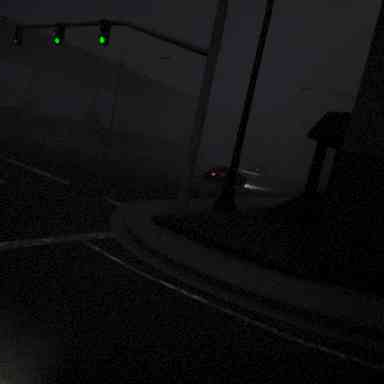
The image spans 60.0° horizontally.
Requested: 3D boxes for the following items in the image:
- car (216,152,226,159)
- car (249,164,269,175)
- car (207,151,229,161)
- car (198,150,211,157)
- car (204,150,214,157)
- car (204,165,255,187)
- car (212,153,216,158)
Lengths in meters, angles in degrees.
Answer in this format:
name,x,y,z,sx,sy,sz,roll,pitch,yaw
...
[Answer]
name,x,y,z,sx,sy,sz,roll,pitch,yaw
car,6.553,-9.298,84.071,4.536,1.218,1.853,8,9,-25
car,10.969,-3.789,54.454,1.837,1.490,4.892,18,10,36
car,6.568,-9.139,84.116,4.974,1.542,2.038,8,9,-25
car,1.202,-9.159,75.627,4.536,1.218,1.853,10,8,-10
car,4.002,-9.135,79.386,1.853,1.218,4.536,12,8,0
car,2.811,-1.324,26.533,1.994,1.385,4.181,18,10,36
car,3.969,-8.974,79.358,2.038,1.542,4.974,12,8,0
